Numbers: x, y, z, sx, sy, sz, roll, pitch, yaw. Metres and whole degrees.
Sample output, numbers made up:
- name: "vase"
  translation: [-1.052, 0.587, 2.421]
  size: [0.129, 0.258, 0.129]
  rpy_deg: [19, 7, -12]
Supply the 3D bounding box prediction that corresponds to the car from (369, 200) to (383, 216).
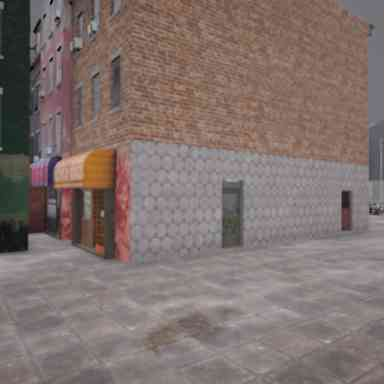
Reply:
- name: "car"
  translation: [14.237, 1.063, 30.023]
  size: [2.150, 2.045, 5.566]
  rpy_deg: [1, 0, -36]
